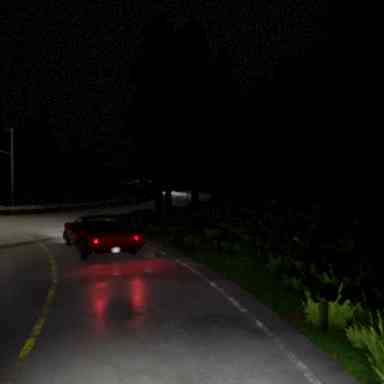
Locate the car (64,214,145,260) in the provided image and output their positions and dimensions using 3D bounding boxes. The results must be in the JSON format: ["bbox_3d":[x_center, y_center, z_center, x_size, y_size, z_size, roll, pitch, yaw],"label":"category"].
[{"bbox_3d":[-3.385,1.462,12.076,1.895,1.301,4.718,-1,1,-29],"label":"car"}]

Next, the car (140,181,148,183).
[{"bbox_3d":[-10.642,-2.702,73.573,2.128,1.511,4.902,0,5,-9],"label":"car"}]
